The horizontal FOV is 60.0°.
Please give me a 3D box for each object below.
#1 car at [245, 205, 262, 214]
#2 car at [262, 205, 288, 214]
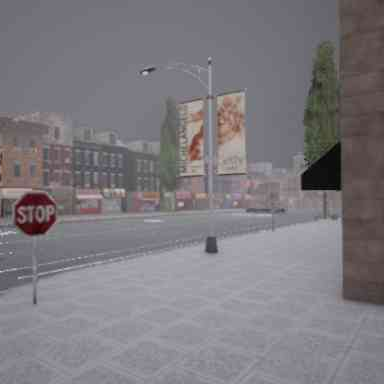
[{"bbox_3d":[10.177,2.688,52.377,1.895,1.301,4.718,-1,-2,35],"label":"car"},{"bbox_3d":[12.831,2.654,50.502,1.895,1.301,4.718,-1,-2,35],"label":"car"}]
